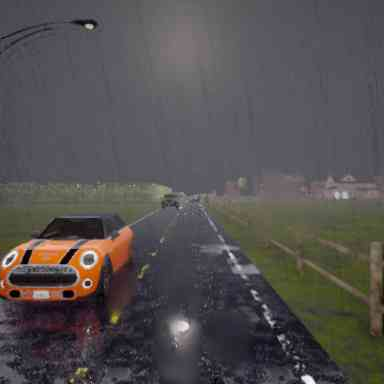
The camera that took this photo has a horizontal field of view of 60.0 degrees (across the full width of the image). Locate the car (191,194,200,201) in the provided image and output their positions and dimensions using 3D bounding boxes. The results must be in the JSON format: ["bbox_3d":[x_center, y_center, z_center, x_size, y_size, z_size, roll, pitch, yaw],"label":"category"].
[{"bbox_3d":[0.911,1.357,84.930,2.097,1.767,4.553,0,0,0],"label":"car"}]

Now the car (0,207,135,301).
[{"bbox_3d":[-2.828,1.333,8.506,2.097,1.767,4.553,0,0,0],"label":"car"}]

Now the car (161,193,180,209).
[{"bbox_3d":[-2.794,1.164,43.876,2.150,2.045,5.566,0,0,0],"label":"car"}]

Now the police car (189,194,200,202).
[{"bbox_3d":[0.902,1.410,75.069,1.930,1.638,5.238,0,0,0],"label":"police car"}]
